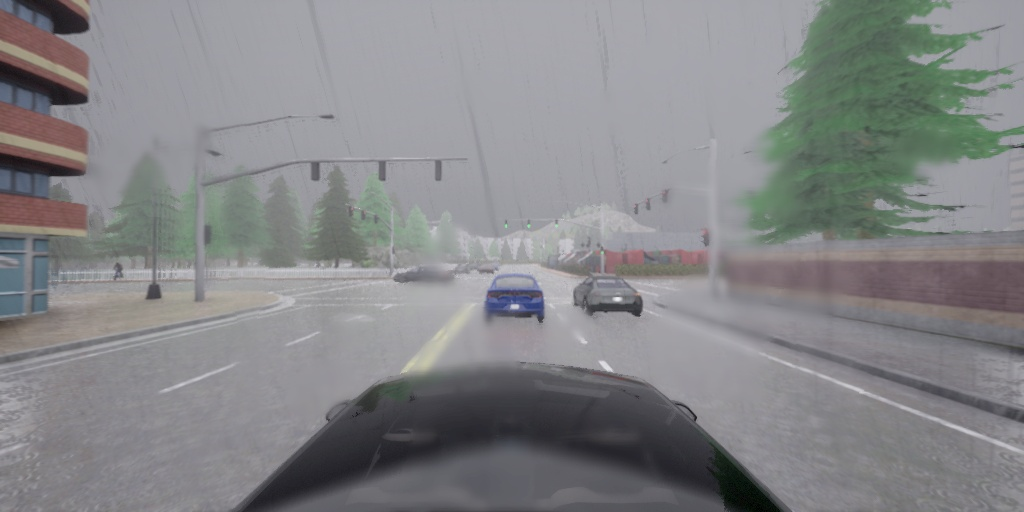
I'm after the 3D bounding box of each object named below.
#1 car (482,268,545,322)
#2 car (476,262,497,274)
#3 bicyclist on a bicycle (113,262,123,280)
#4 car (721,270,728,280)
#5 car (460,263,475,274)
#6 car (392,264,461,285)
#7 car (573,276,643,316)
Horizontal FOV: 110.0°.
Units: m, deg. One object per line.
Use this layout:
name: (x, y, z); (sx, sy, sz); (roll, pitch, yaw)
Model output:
car: (0.093, 1.360, 12.956); (1.882, 1.535, 5.008); (0, -1, 0)
car: (-3.573, 1.815, 51.585); (1.882, 1.535, 5.008); (0, -1, 0)
bicyclist on a bicycle: (-35.236, 1.354, 32.088); (0.582, 1.620, 1.656); (0, 0, -28)
car: (22.622, 1.605, 34.472); (4.674, 1.442, 1.812); (0, -1, 0)
car: (-7.073, 1.828, 51.658); (2.128, 1.511, 4.902); (0, 0, 0)
car: (-7.182, 1.598, 29.274); (5.357, 1.411, 2.033); (0, -1, 26)
car: (3.629, 1.461, 14.198); (1.994, 1.385, 4.181); (0, -1, 1)
